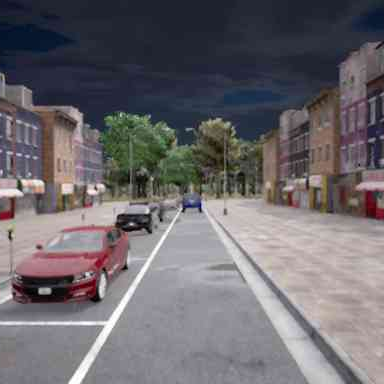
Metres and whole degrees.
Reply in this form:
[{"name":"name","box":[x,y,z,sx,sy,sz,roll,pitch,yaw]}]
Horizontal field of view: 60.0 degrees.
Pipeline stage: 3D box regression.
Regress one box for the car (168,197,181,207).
[{"name":"car","box":[-2.668,1.531,51.705,1.802,1.307,4.206,-1,0,0]}]

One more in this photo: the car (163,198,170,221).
[{"name":"car","box":[-3.031,1.473,26.106,1.837,1.490,4.892,0,0,0]}]

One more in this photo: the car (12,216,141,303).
[{"name":"car","box":[-2.650,1.534,8.226,1.887,1.381,4.507,-1,0,0]}]

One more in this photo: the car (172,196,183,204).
[{"name":"car","box":[-2.673,1.509,62.575,1.947,1.339,4.313,-1,0,0]}]

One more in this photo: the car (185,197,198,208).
[{"name":"car","box":[-0.010,1.457,48.509,1.837,1.490,4.892,0,0,0]}]

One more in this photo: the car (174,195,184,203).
[{"name":"car","box":[-2.676,1.381,68.010,1.967,1.590,4.097,-1,0,0]}]

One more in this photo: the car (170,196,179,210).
[{"name":"car","box":[-2.664,1.507,40.835,2.008,1.369,4.403,-1,0,0]}]

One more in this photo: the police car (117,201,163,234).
[{"name":"police car","box":[-3.017,1.401,19.216,1.930,1.638,5.238,0,0,0]}]

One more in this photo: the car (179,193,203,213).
[{"name":"car","box":[0.016,1.180,37.342,2.150,2.045,5.566,0,0,0]}]
